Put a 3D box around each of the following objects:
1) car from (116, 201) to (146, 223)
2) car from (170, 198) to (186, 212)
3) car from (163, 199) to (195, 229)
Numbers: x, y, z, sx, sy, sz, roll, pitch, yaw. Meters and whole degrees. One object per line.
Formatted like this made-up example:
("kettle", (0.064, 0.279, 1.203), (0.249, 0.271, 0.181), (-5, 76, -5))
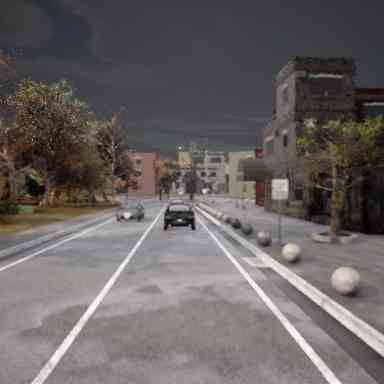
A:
("car", (-4.751, 1.510, 26.236), (2.128, 1.511, 4.902), (0, 0, -3))
("car", (-1.675, 1.523, 38.971), (1.812, 1.442, 4.674), (0, 0, -3))
("car", (-0.820, 1.480, 21.487), (1.882, 1.535, 5.008), (0, 0, -3))
